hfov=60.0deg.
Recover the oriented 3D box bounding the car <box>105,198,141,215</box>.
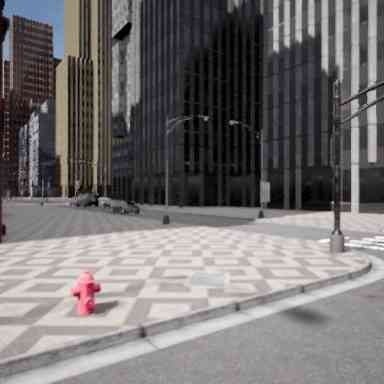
[{"bbox_3d":[-7.216,1.637,35.556,1.837,1.490,4.892,0,0,-35],"label":"car"}]

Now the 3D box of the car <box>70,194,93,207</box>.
[{"bbox_3d":[-16.588,1.417,48.822,1.812,1.442,4.674,0,0,-36],"label":"car"}]

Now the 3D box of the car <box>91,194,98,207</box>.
[{"bbox_3d":[-17.075,1.412,54.659,2.150,2.045,5.566,0,0,-36],"label":"car"}]

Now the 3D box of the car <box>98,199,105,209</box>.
[{"bbox_3d":[-10.986,1.669,46.219,1.837,1.490,4.892,0,0,-35],"label":"car"}]
